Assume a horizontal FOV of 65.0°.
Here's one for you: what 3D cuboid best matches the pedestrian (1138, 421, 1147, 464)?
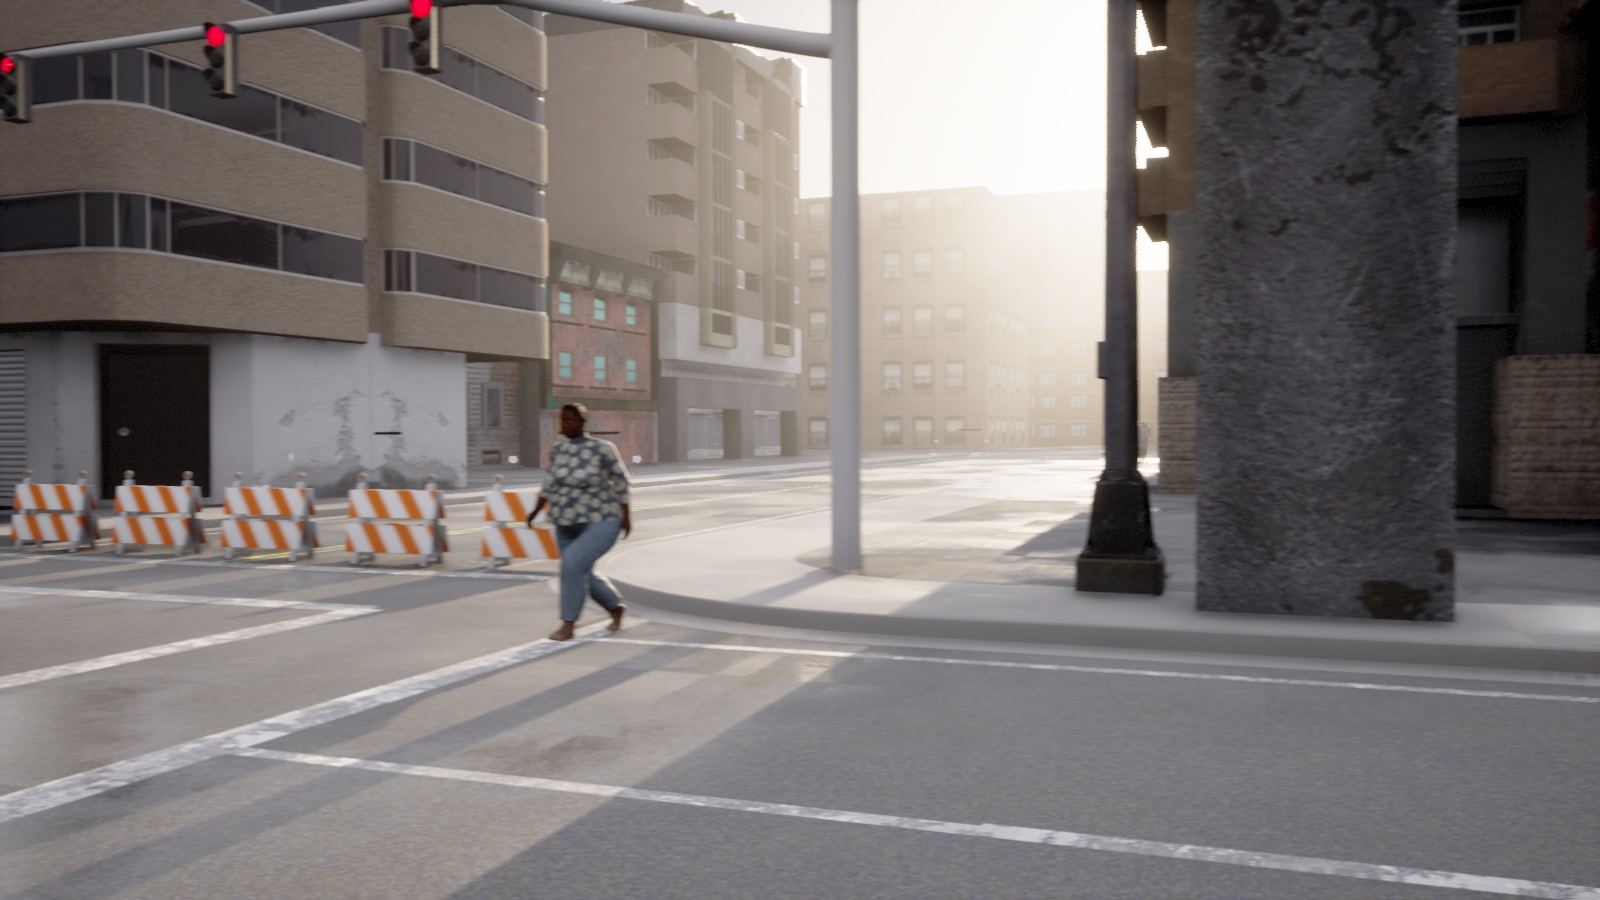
[{"bbox_3d":[14.830,-0.338,54.407,0.354,1.836,0.706,0,1,16],"label":"pedestrian"}]

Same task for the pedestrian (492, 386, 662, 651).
[{"bbox_3d":[-1.664,0.471,9.414,0.874,1.855,0.900,1,1,32],"label":"pedestrian"}]
